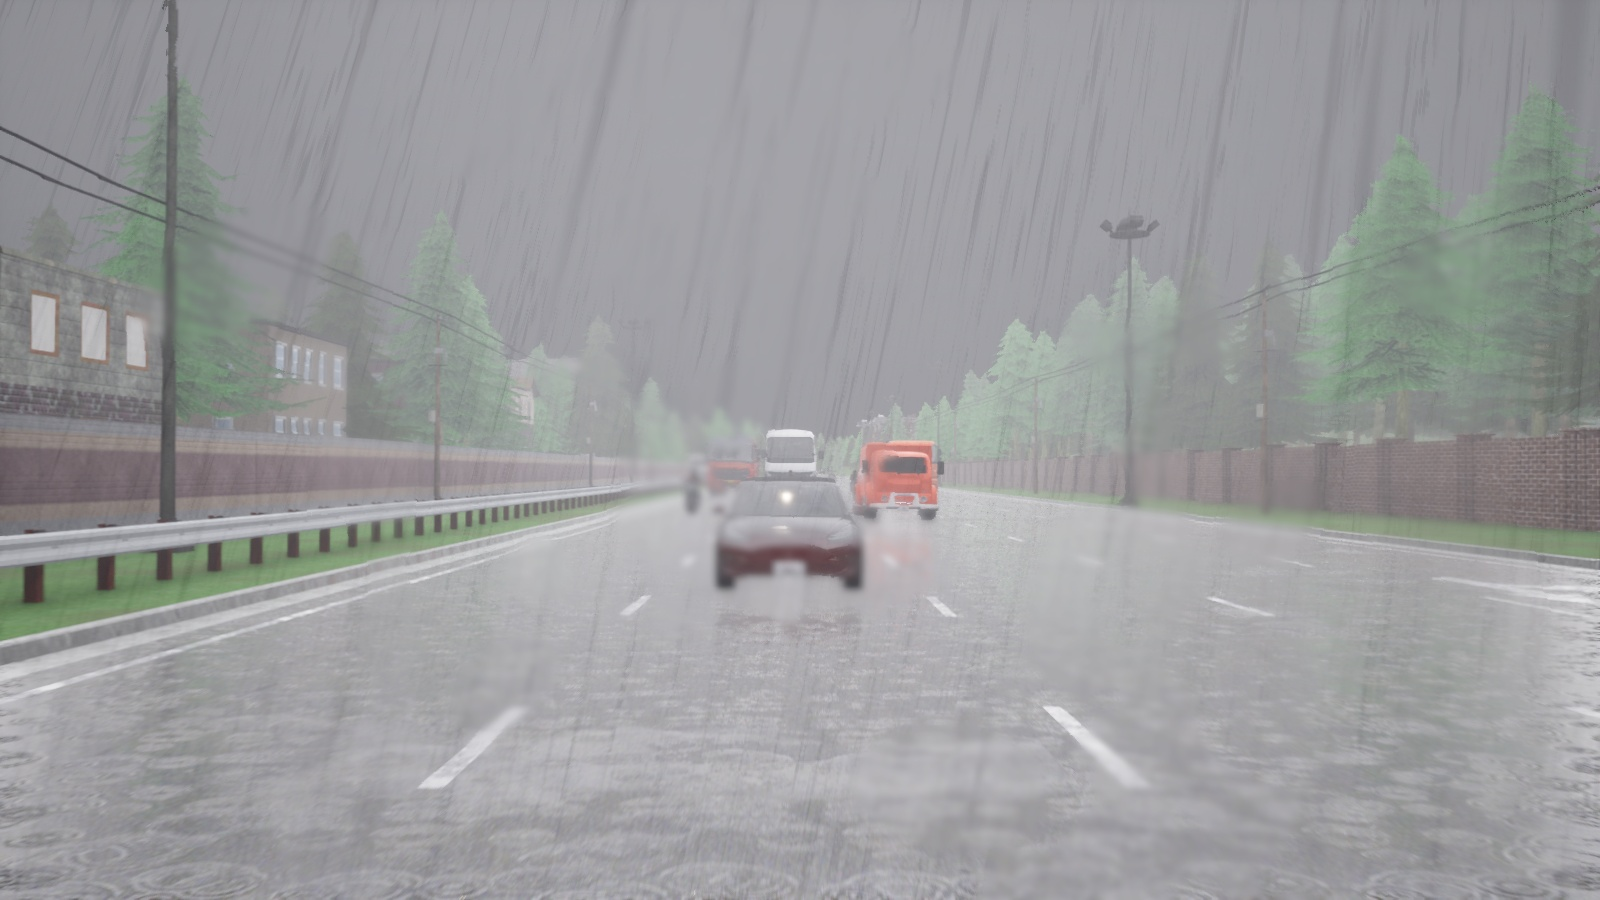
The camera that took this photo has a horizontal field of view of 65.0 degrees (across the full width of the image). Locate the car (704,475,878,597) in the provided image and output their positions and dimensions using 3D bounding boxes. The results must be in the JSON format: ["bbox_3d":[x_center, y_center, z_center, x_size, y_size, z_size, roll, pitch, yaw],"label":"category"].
[{"bbox_3d":[-0.132,1.117,18.040,2.163,1.488,4.792,0,-1,0],"label":"car"}]

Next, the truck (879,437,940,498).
[{"bbox_3d":[6.469,1.071,75.529,2.891,3.462,7.936,0,-1,0],"label":"truck"}]

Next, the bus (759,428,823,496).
[{"bbox_3d":[-0.585,0.832,83.134,3.944,4.253,10.273,0,-1,0],"label":"bus"}]

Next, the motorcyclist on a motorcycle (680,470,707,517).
[{"bbox_3d":[-3.819,1.536,45.144,0.766,1.649,2.350,0,-1,0],"label":"motorcyclist on a motorcycle"}]

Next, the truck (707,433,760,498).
[{"bbox_3d":[-4.051,0.976,78.238,2.891,3.827,8.468,0,-1,0],"label":"truck"}]

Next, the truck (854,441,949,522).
[{"bbox_3d":[3.208,1.001,40.989,2.627,2.467,5.204,0,-1,0],"label":"truck"}]
